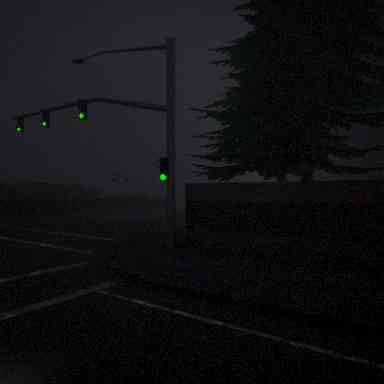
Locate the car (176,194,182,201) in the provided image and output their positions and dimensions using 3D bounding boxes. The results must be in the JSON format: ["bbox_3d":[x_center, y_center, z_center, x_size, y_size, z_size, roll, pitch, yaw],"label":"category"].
[{"bbox_3d":[-4.461,1.411,74.014,3.806,1.475,1.970,0,0,35],"label":"car"}]

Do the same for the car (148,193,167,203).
[{"bbox_3d":[-7.660,1.169,69.443,4.605,1.855,1.932,0,0,35],"label":"car"}]
